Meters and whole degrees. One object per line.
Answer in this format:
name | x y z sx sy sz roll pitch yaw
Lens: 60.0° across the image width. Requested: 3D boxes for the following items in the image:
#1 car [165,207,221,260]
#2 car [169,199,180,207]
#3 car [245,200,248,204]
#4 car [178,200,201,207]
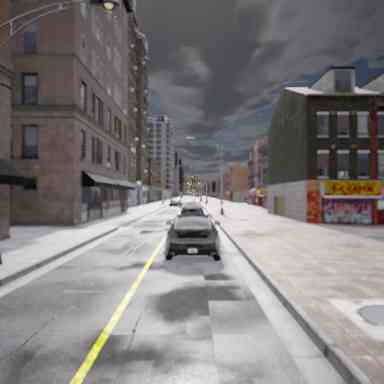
car | 0.040 1.555 12.640 1.837 1.490 4.892 0 0 0
car | -2.827 1.913 58.353 1.994 1.385 4.181 0 0 0
car | 16.331 2.409 89.620 4.097 1.590 1.967 1 -2 0
car | 0.026 1.634 27.661 1.837 1.490 4.892 0 0 0
